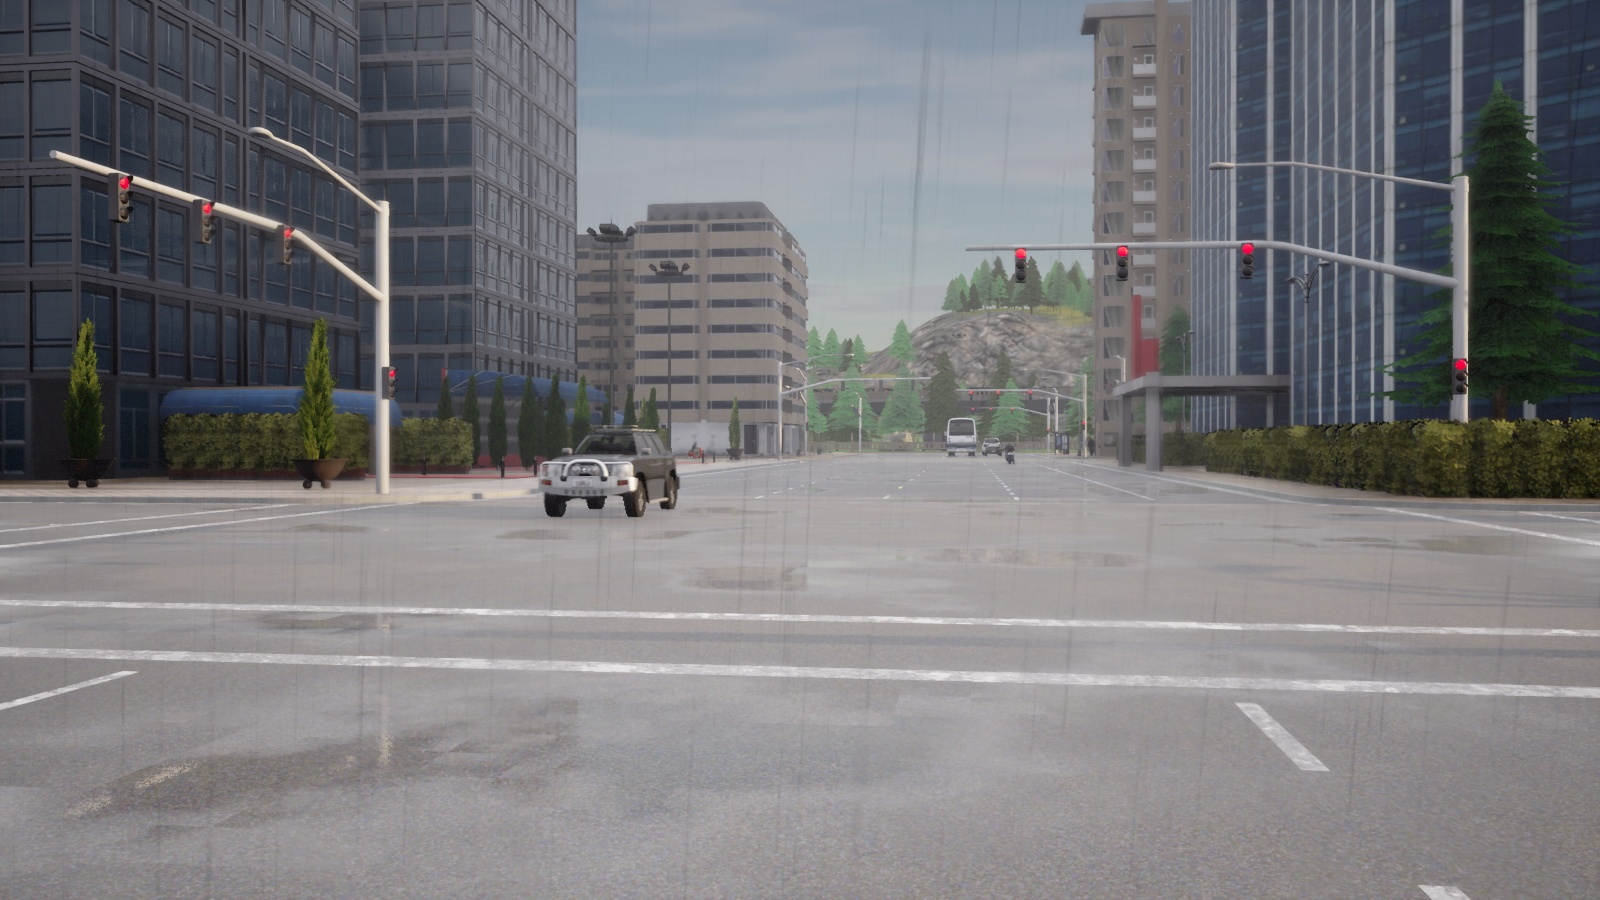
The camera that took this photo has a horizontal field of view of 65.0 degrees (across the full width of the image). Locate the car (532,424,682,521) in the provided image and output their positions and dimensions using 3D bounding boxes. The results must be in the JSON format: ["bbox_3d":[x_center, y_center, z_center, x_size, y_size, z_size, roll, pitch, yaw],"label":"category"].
[{"bbox_3d":[-3.906,0.412,26.306,1.932,1.855,4.605,0,0,7],"label":"car"}]
